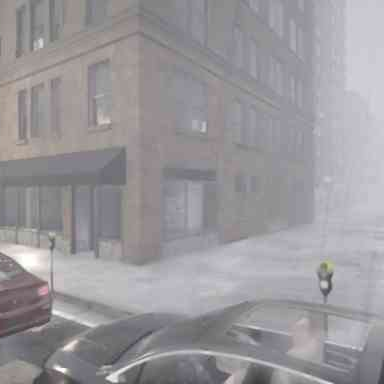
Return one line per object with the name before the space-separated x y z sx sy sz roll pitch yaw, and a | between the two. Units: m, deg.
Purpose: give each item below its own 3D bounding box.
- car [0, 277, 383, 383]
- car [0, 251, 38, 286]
car | 0.532 1.557 2.468 4.403 1.369 2.008 -1 0 35
car | -4.088 1.630 5.754 4.206 1.307 1.802 0 0 35
